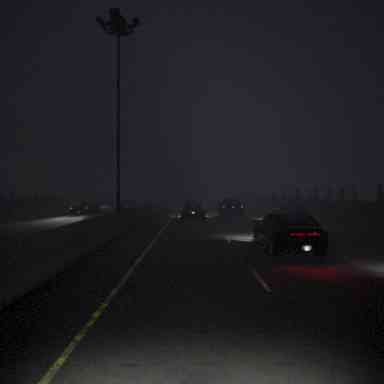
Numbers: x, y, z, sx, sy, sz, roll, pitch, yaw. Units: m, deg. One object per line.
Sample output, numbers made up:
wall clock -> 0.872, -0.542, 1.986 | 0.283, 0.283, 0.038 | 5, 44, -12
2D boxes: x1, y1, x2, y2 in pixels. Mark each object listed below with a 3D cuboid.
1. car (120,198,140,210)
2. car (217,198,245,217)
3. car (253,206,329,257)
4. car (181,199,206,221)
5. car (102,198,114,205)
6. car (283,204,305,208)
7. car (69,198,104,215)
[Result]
car -> -7.298, 1.490, 39.179 | 2.128, 1.511, 4.902 | 0, 0, -1
car -> 3.539, 1.350, 31.019 | 2.097, 1.767, 4.553 | 0, 0, -1
car -> 3.602, 1.504, 12.838 | 1.837, 1.490, 4.892 | 0, 0, 0
car -> 0.080, 1.563, 27.525 | 1.994, 1.385, 4.181 | 0, 0, 0
car -> -14.752, 1.598, 56.600 | 1.895, 1.301, 4.718 | 0, 0, -1
car -> 7.098, 1.563, 23.677 | 1.994, 1.385, 4.181 | 0, 0, 0
car -> -10.688, 1.599, 33.484 | 1.895, 1.301, 4.718 | 0, 0, -1
